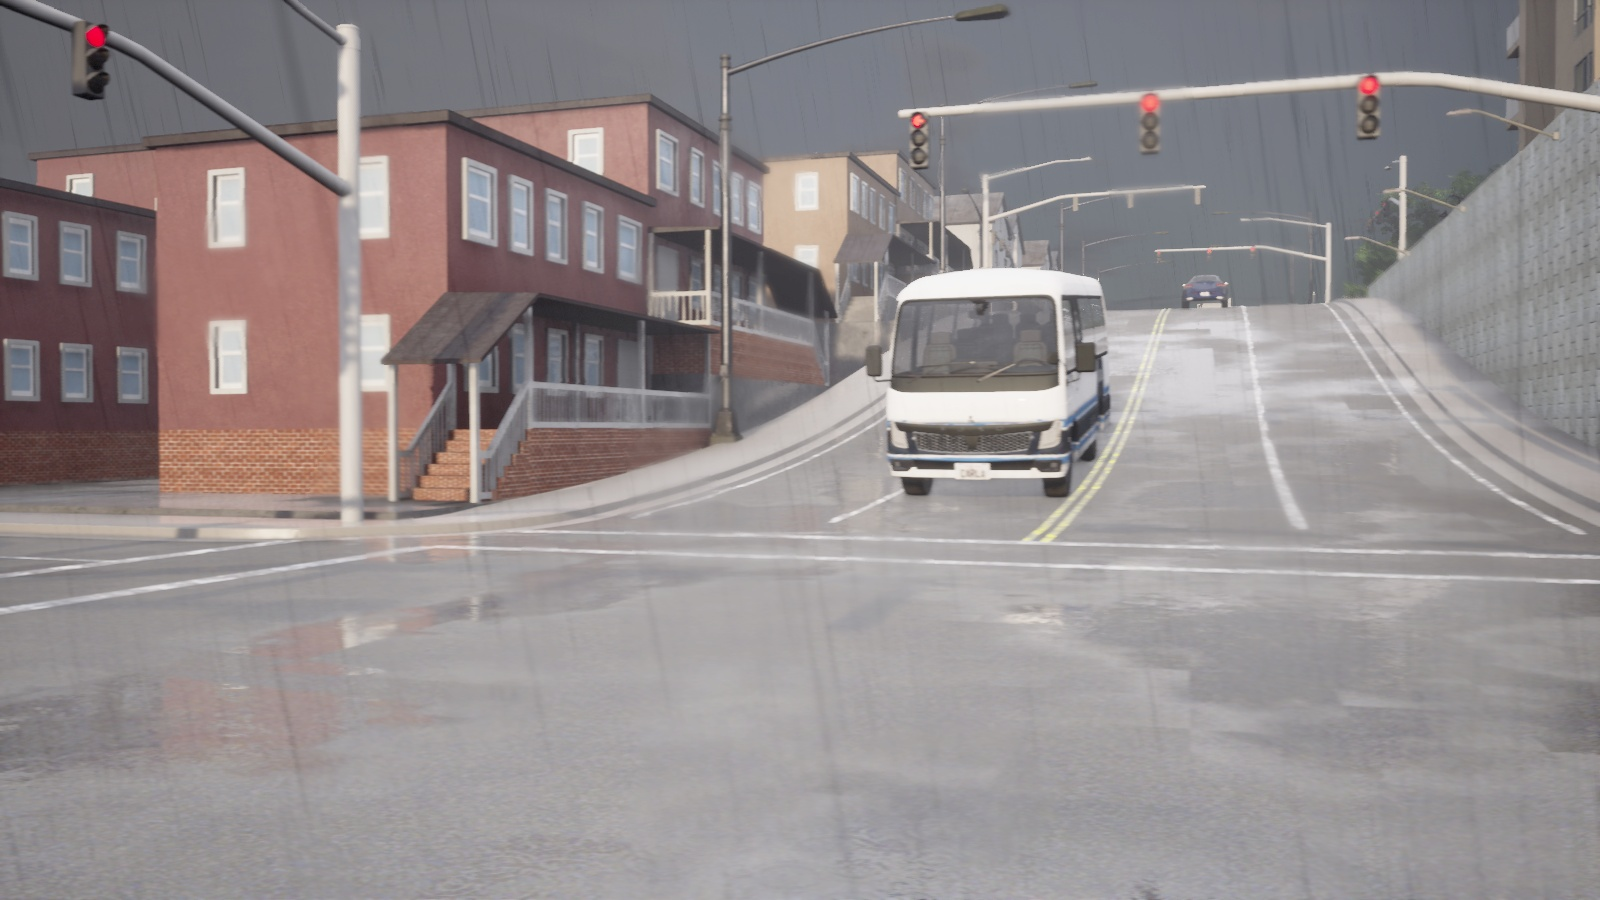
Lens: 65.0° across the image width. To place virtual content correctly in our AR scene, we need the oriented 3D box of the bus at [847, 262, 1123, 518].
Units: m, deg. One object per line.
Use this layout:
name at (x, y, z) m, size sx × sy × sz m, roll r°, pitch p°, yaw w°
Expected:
bus at (4.372, -1.568, 26.324) m, size 3.944 × 4.253 × 10.273 m, roll 1°, pitch 7°, yaw 18°

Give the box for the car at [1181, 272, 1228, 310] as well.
car at (19.962, -7.796, 61.913) m, size 2.152 × 1.651 × 5.027 m, roll 1°, pitch 6°, yaw 18°
